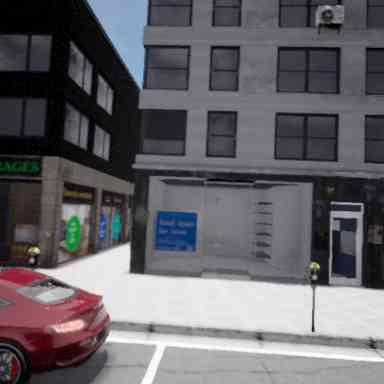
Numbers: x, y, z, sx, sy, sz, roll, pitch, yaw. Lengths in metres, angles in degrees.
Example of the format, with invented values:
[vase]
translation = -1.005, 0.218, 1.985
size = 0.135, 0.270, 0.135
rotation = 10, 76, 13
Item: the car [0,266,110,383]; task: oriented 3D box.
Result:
[car]
translation = -3.332, 1.750, 4.823
size = 4.206, 1.307, 1.802
rotation = 2, -3, 4
